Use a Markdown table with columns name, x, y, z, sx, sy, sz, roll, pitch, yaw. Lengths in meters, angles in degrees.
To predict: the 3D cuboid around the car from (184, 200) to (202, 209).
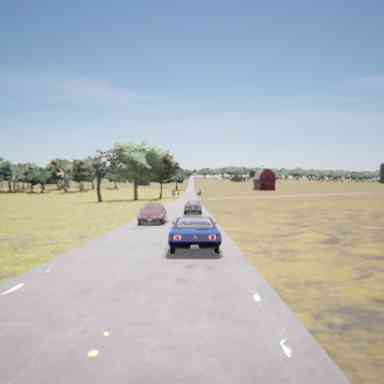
| name | x | y | z | sx | sy | sz | roll | pitch | yaw |
| --- | --- | --- | --- | --- | --- | --- | --- | --- | --- |
| car | 0.096 | 1.580 | 34.376 | 2.033 | 1.411 | 5.357 | 0 | 0 | 0 |

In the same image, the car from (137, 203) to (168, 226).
| name | x | y | z | sx | sy | sz | roll | pitch | yaw |
| --- | --- | --- | --- | --- | --- | --- | --- | --- | --- |
| car | -2.752 | 1.541 | 23.929 | 1.812 | 1.442 | 4.674 | 0 | 0 | 0 |

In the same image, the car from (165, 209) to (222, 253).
| name | x | y | z | sx | sy | sz | roll | pitch | yaw |
| --- | --- | --- | --- | --- | --- | --- | --- | --- | --- |
| car | 0.099 | 1.606 | 13.696 | 1.895 | 1.301 | 4.718 | 0 | 0 | 0 |
